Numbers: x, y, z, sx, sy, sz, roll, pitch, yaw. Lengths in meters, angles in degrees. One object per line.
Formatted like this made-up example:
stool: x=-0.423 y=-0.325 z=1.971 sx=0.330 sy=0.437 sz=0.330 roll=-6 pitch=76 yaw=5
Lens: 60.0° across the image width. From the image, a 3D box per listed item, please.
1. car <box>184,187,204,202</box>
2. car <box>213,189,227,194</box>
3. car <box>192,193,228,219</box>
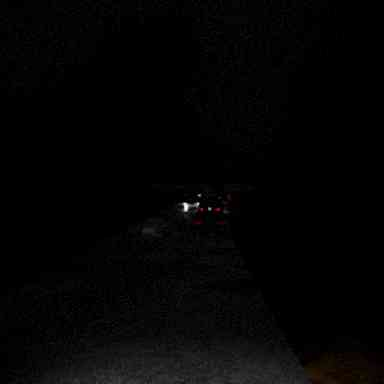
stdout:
car: x=0.336 y=0.228 z=39.737 sx=2.097 sy=1.767 sz=4.553 roll=2 pitch=3 yaw=7
car: x=3.547 y=0.322 z=42.317 sx=1.895 sy=1.301 sz=4.718 roll=0 pitch=3 yaw=7
car: x=1.439 y=1.110 z=24.789 sx=2.033 sy=1.411 sz=5.357 roll=0 pitch=2 yaw=6
